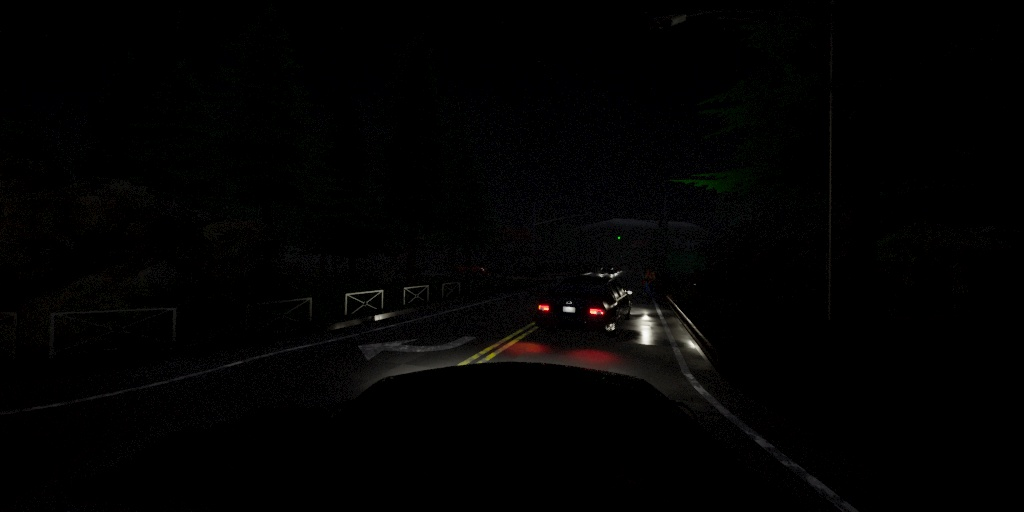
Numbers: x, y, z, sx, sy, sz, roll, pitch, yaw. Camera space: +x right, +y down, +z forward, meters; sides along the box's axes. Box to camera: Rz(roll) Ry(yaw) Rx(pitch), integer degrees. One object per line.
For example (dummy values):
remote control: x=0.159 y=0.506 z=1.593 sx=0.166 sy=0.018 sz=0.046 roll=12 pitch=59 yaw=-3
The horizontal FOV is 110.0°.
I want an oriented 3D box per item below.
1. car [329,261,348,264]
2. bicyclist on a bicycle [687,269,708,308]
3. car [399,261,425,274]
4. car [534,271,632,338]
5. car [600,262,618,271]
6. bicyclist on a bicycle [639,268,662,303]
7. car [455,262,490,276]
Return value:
car: x=-23.289 y=1.526 z=51.321 sx=4.674 sy=1.442 sz=1.812 roll=1 pitch=-1 yaw=23
bicyclist on a bicycle: x=7.833 y=1.373 z=15.106 sx=1.656 sy=1.620 sz=0.582 roll=1 pitch=-1 yaw=-35
car: x=-13.884 y=1.480 z=47.703 sx=4.553 sy=1.767 sz=2.097 roll=1 pitch=-1 yaw=20
car: x=2.276 y=1.289 z=10.266 sx=2.033 sy=1.411 sz=5.357 roll=1 pitch=-1 yaw=24
car: x=15.462 y=2.024 z=57.933 sx=2.097 sy=1.767 sz=4.553 roll=1 pitch=-1 yaw=20
bicyclist on a bicycle: x=6.384 y=1.361 z=16.485 sx=1.656 sy=1.620 sz=0.582 roll=1 pitch=-1 yaw=-32
car: x=-4.994 y=1.605 z=44.528 sx=4.553 sy=1.767 sz=2.097 roll=1 pitch=-1 yaw=20
